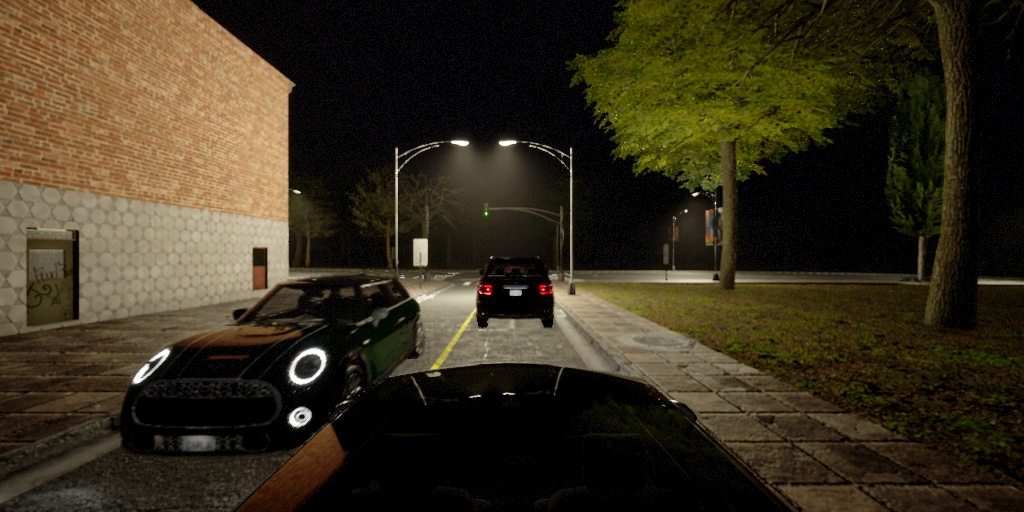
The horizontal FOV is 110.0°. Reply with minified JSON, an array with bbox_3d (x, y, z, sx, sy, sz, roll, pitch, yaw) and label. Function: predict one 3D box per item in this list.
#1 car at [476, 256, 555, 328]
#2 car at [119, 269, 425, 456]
[{"bbox_3d":[0.086,1.028,11.750,2.150,2.045,5.566,0,0,0],"label":"car"},{"bbox_3d":[-2.848,1.120,5.500,2.097,1.767,4.553,0,0,0],"label":"car"}]
